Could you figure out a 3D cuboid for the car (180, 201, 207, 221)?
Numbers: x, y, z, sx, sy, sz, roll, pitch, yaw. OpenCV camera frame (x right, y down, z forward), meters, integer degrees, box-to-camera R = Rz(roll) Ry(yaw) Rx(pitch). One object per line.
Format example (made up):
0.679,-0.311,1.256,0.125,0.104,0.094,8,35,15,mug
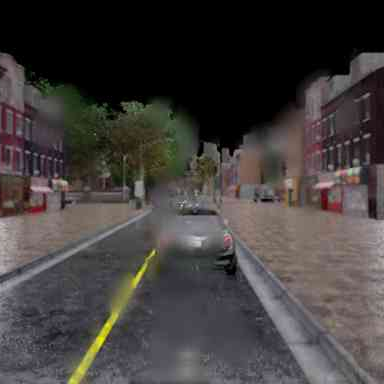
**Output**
0.108,1.404,25.816,1.895,1.301,4.718,0,0,0,car

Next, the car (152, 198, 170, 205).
-2.815,1.305,33.022,2.033,1.411,5.357,0,0,0,car

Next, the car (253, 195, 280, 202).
12.416,1.127,55.433,4.313,1.339,1.947,0,0,0,car

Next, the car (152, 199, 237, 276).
0.093,1.269,10.221,2.097,1.767,4.553,0,0,0,car

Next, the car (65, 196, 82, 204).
-20.570,1.390,55.448,4.403,1.369,2.008,-1,0,0,car
